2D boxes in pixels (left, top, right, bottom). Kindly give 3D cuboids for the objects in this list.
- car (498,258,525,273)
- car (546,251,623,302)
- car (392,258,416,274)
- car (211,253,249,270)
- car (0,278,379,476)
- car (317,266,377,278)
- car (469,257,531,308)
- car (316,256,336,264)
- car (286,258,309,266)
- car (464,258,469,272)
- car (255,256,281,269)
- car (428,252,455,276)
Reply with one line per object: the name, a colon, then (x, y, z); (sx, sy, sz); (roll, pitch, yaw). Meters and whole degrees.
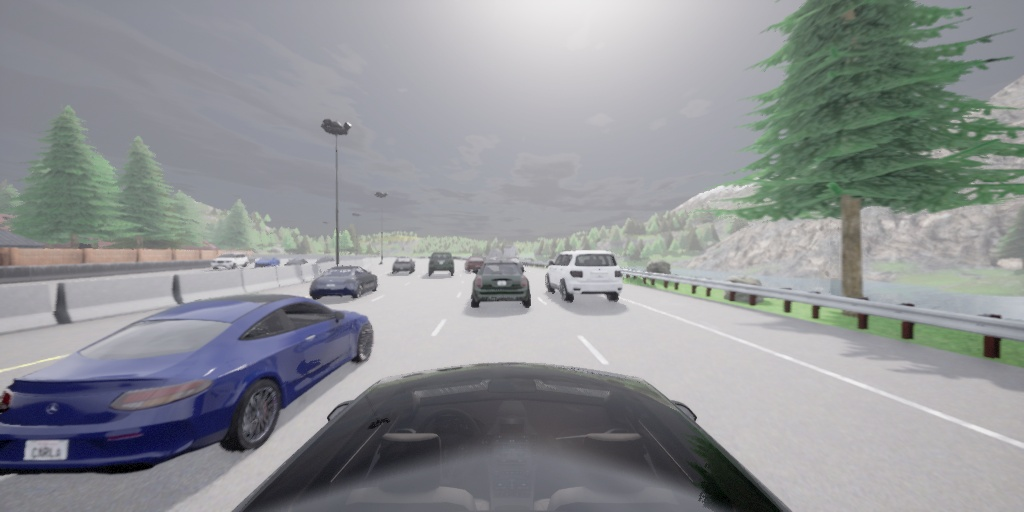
car: (-0.165, 0.901, 36.863); (1.994, 1.385, 4.181); (0, 1, -12)
car: (2.968, 0.794, 15.811); (2.150, 2.045, 5.566); (0, 1, -5)
car: (-10.400, 0.900, 34.617); (2.128, 1.511, 4.902); (0, 1, -12)
car: (-34.813, 0.617, 44.433); (2.150, 2.045, 5.566); (0, 1, -17)
car: (-3.534, 1.252, 4.983); (1.812, 1.442, 4.674); (0, 1, -1)
car: (-7.738, 1.168, 16.923); (1.994, 1.385, 4.181); (0, 1, -6)
car: (-0.520, 0.952, 14.620); (2.097, 1.767, 4.553); (0, 1, -4)
car: (-25.169, 0.809, 48.706); (1.837, 1.490, 4.892); (0, 1, -17)
car: (-28.536, 0.894, 47.746); (1.994, 1.385, 4.181); (0, 1, -17)
car: (-3.939, 0.818, 37.920); (1.882, 1.535, 5.008); (0, 1, -12)
car: (-31.988, 0.831, 47.080); (1.882, 1.535, 5.008); (0, 1, -18)
car: (-6.313, 0.642, 32.122); (2.150, 2.045, 5.566); (0, 1, -11)
